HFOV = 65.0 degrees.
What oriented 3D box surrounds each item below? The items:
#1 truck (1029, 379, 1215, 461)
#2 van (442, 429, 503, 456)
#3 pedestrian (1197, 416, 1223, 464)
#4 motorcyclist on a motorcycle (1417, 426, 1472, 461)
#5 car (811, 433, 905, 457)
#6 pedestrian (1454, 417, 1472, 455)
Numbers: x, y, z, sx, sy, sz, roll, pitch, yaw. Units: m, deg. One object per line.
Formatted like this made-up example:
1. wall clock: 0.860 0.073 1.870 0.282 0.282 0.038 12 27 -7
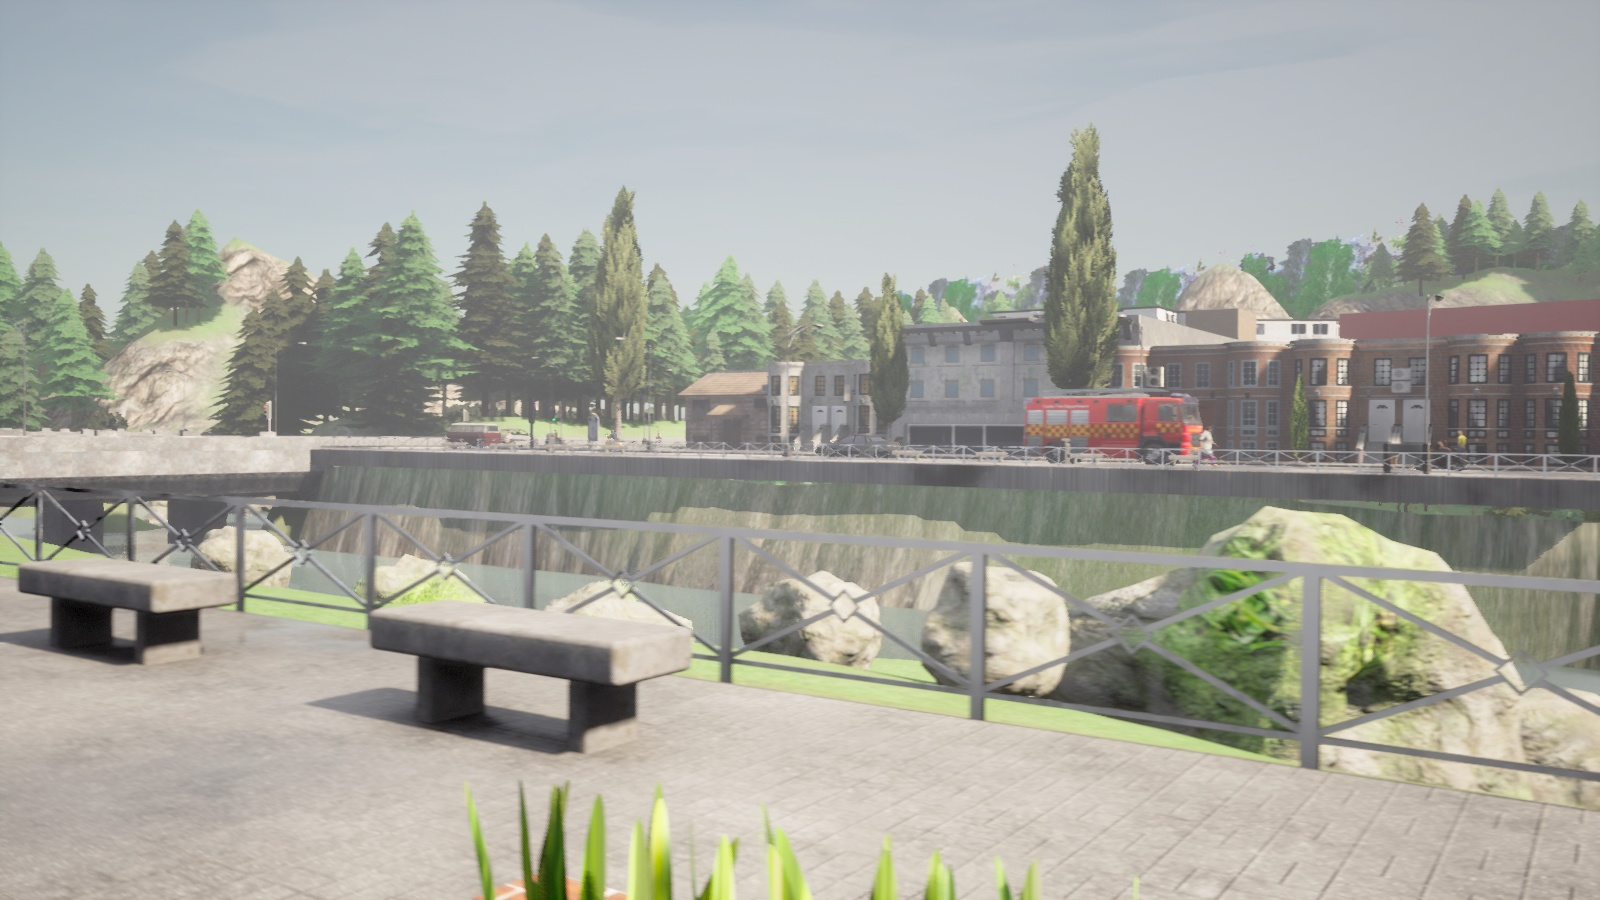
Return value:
1. truck: 16.017 -1.435 62.780 8.468 3.827 2.891 0 1 34
2. van: -24.599 -0.581 94.352 4.442 1.987 1.775 0 1 29
3. pedestrian: 17.009 -0.424 52.126 0.873 1.952 0.659 0 1 32
4. motorcyclist on a motorcycle: 28.119 -0.289 54.767 2.044 1.523 0.797 0 1 34
5. car: 3.494 -0.289 75.918 5.357 1.411 2.033 0 1 34
6. pedestrian: 32.409 -0.690 61.401 0.354 1.836 0.706 -1 1 -27
